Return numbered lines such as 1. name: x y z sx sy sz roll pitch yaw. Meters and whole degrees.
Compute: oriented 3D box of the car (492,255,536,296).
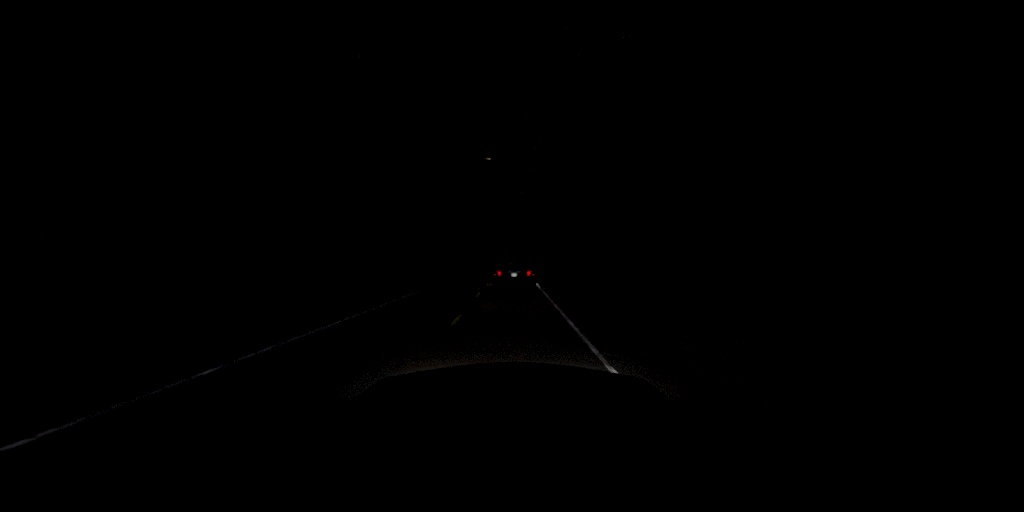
1. car: 0.101 0.971 19.302 2.150 2.045 5.566 0 0 0
